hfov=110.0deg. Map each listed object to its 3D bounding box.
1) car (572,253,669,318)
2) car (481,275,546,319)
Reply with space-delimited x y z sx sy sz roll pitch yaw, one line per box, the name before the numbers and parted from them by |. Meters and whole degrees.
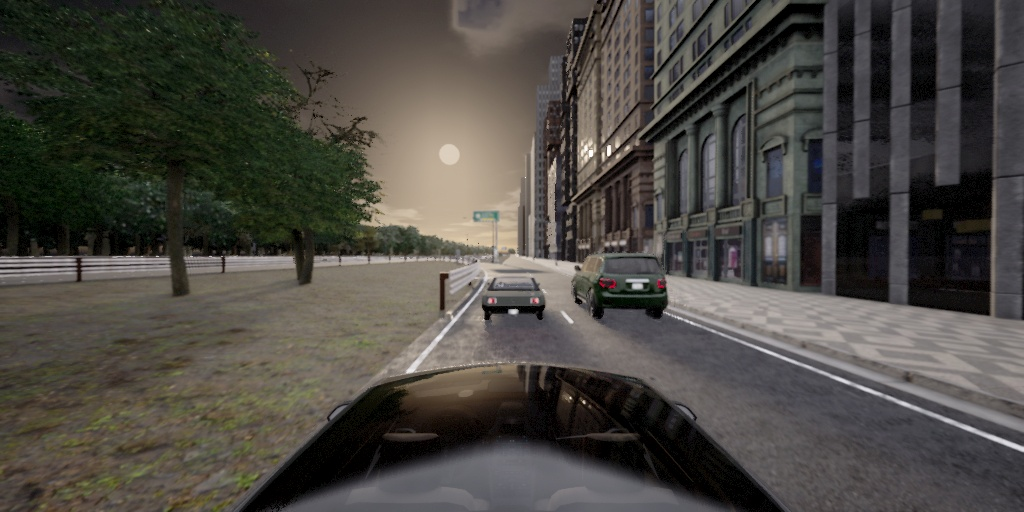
car | 3.563 0.918 12.797 2.150 2.045 5.566 0 1 0
car | 0.061 1.297 12.479 1.895 1.301 4.718 0 0 0
